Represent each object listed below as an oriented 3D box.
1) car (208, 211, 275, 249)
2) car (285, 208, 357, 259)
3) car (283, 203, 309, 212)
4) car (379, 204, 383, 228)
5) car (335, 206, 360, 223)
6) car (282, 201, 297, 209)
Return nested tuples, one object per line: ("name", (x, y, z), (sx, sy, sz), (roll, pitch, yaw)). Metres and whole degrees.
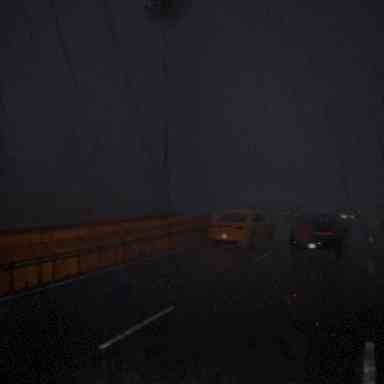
("car", (2.509, 1.648, 15.749), (1.882, 1.535, 5.008), (0, 0, 29))
("car", (5.232, 1.635, 13.436), (2.128, 1.511, 4.902), (0, -1, 29))
("car", (9.270, 1.864, 28.325), (1.994, 1.385, 4.181), (0, -1, 29))
("car", (14.963, 1.472, 24.154), (2.150, 2.045, 5.566), (0, 0, 29))
("car", (11.867, 1.817, 25.785), (2.033, 1.411, 5.357), (0, -1, 29))
("car", (17.206, 2.222, 58.717), (1.895, 1.301, 4.718), (0, -1, 25))
